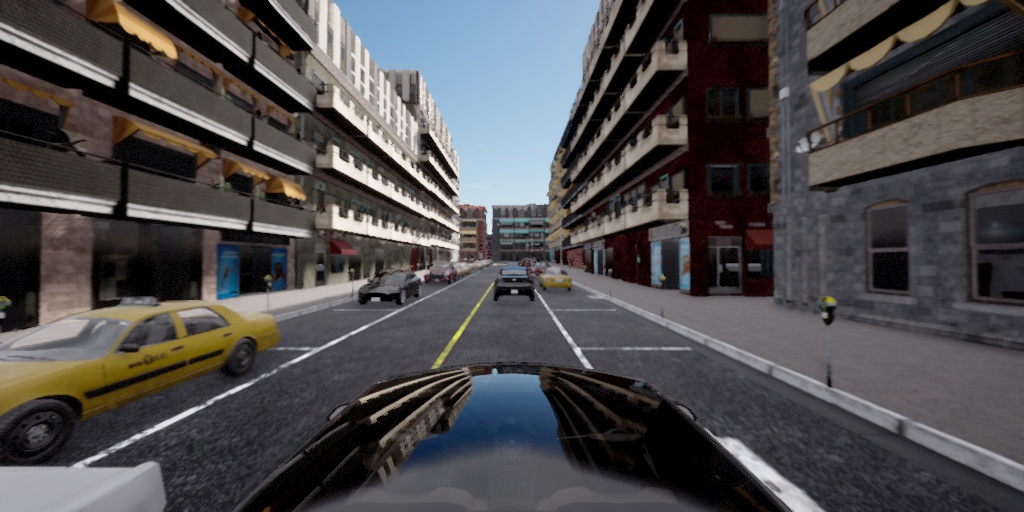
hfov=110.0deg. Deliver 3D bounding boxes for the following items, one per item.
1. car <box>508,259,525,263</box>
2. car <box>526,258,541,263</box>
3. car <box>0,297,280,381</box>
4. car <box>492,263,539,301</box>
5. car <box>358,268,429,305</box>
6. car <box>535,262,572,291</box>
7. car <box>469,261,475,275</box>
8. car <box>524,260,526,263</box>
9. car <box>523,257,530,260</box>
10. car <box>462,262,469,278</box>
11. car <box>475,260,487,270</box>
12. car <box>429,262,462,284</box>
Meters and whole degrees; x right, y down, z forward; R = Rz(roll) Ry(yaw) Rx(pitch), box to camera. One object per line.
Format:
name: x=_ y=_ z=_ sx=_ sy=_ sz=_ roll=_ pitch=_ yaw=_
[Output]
car: x=0.102 y=1.355 z=39.263 sx=1.994 sy=1.385 sz=4.181 roll=0 pitch=0 yaw=0
car: x=2.566 y=1.220 z=32.863 sx=1.967 sy=1.591 sz=4.097 roll=0 pitch=0 yaw=0
car: x=-5.314 y=1.277 z=4.845 sx=1.751 sy=1.417 sz=4.829 roll=0 pitch=0 yaw=0
car: x=0.102 y=1.265 z=17.501 sx=1.837 sy=1.490 sz=4.892 roll=0 pitch=0 yaw=0
car: x=-5.315 y=1.325 z=16.142 sx=1.948 sy=1.339 sz=4.313 roll=0 pitch=0 yaw=0
car: x=2.566 y=1.290 z=21.907 sx=1.751 sy=1.417 sz=4.829 roll=0 pitch=0 yaw=0
car: x=-5.315 y=1.315 z=38.228 sx=1.751 sy=1.417 sz=4.829 roll=0 pitch=0 yaw=0
car: x=2.566 y=1.371 z=38.427 sx=1.802 sy=1.307 sz=4.207 roll=0 pitch=0 yaw=0
car: x=2.566 y=1.115 z=43.992 sx=2.192 sy=1.841 sz=5.009 roll=0 pitch=0 yaw=0
car: x=-5.315 y=1.305 z=32.664 sx=1.751 sy=1.417 sz=4.829 roll=0 pitch=0 yaw=0
car: x=-5.321 y=1.352 z=54.920 sx=1.751 sy=1.417 sz=4.829 roll=0 pitch=0 yaw=0
car: x=-5.315 y=1.211 z=27.271 sx=1.967 sy=1.591 sz=4.097 roll=0 pitch=0 yaw=0
